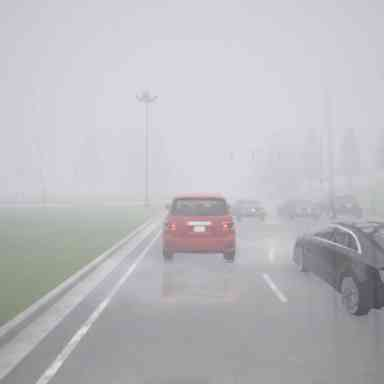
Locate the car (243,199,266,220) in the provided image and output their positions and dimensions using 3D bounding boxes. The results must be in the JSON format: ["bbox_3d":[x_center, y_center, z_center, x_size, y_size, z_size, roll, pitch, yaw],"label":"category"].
[{"bbox_3d":[3.886,1.167,23.451,2.033,1.411,5.357,0,1,1],"label":"car"}]

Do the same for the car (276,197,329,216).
[{"bbox_3d":[7.387,1.172,23.428,2.033,1.411,5.357,0,1,1],"label":"car"}]

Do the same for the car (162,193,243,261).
[{"bbox_3d":[0.230,1.032,11.604,2.150,2.045,5.566,0,1,1],"label":"car"}]

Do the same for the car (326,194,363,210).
[{"bbox_3d":[10.907,0.954,25.133,2.097,1.767,4.553,0,1,1],"label":"car"}]

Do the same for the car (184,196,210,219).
[{"bbox_3d":[0.394,1.110,25.382,1.812,1.442,4.674,0,1,1],"label":"car"}]

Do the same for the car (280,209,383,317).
[{"bbox_3d":[3.676,1.377,7.191,2.128,1.511,4.902,0,1,1],"label":"car"}]
